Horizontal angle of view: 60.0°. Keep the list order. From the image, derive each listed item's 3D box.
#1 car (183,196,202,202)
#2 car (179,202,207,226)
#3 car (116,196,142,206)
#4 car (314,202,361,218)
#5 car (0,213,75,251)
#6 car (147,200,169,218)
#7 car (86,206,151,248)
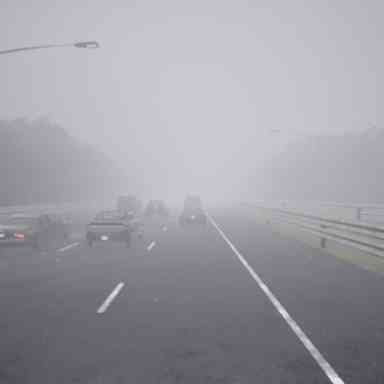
[{"bbox_3d":[0.049,1.512,41.536,2.150,2.045,5.566,0,-1,0],"label":"car"},{"bbox_3d":[0.068,1.741,25.162,1.994,1.385,4.181,0,0,0],"label":"car"},{"bbox_3d":[-6.947,1.485,37.117,2.150,2.045,5.566,0,0,0],"label":"car"},{"bbox_3d":[14.735,1.805,34.089,1.801,1.575,5.366,0,0,-15],"label":"car"},{"bbox_3d":[-6.918,1.627,14.608,2.033,1.411,5.357,0,0,0],"label":"car"},{"bbox_3d":[-3.443,1.590,33.598,2.097,1.767,4.553,0,0,0],"label":"car"},{"bbox_3d":[-3.417,1.600,15.411,2.128,1.511,4.902,0,0,0],"label":"car"}]
